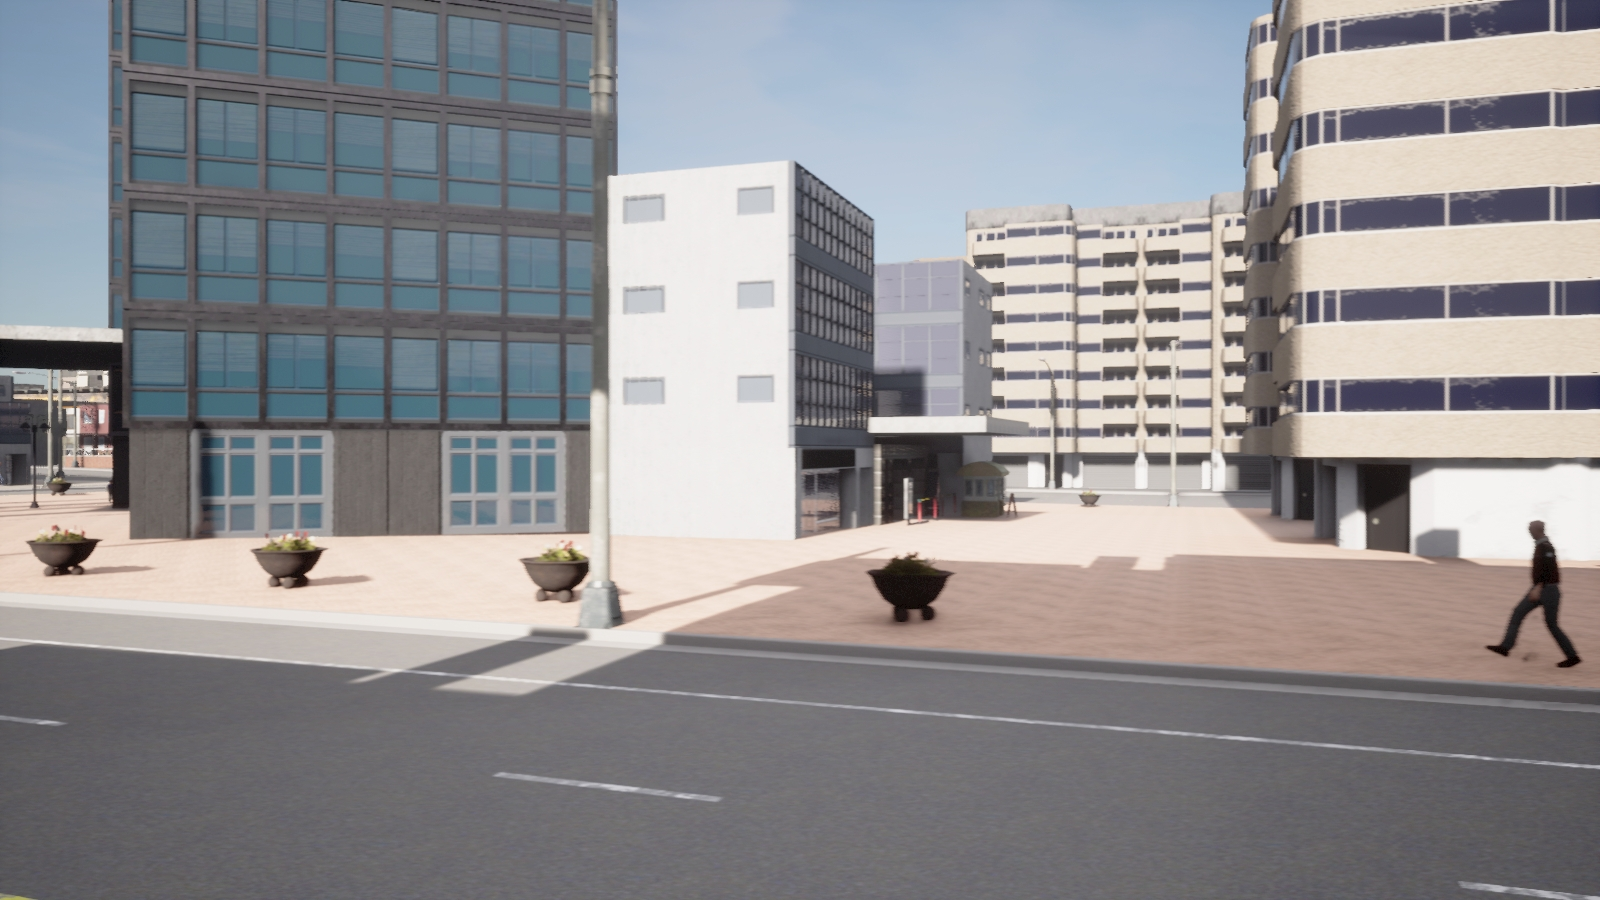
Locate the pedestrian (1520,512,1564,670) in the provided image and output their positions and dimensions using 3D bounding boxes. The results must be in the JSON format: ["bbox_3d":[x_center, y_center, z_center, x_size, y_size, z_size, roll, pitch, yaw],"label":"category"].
[{"bbox_3d":[8.999,1.698,13.870,0.375,1.860,0.375,0,0,20],"label":"pedestrian"}]

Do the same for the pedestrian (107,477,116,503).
[{"bbox_3d":[-34.995,2.052,58.071,0.375,1.300,0.375,0,0,-22],"label":"pedestrian"}]
